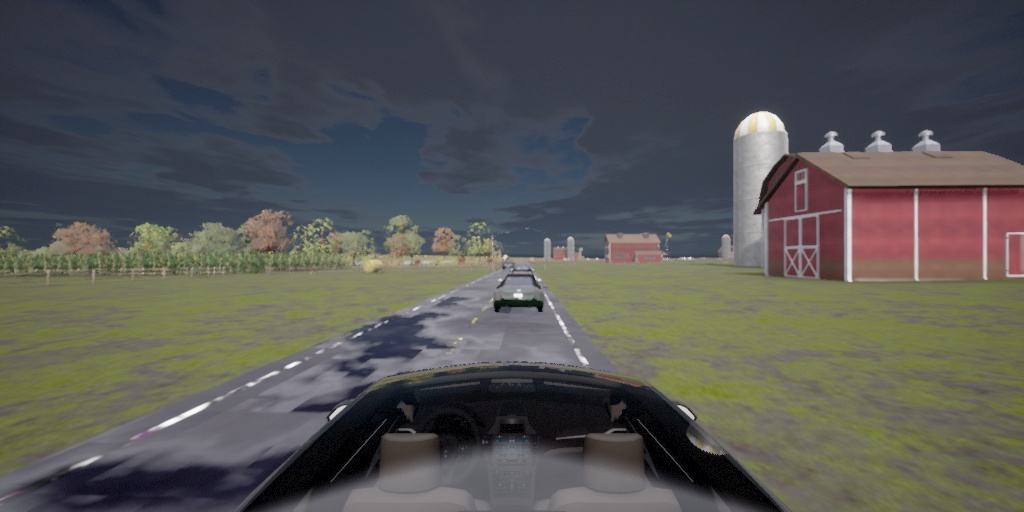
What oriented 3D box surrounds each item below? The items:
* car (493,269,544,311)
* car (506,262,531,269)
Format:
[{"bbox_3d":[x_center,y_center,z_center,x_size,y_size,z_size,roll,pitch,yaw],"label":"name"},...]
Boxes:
[{"bbox_3d":[0.325,1.439,15.198,1.994,1.385,4.181,0,0,3],"label":"car"},{"bbox_3d":[0.871,1.501,30.260,2.128,1.511,4.902,0,0,3],"label":"car"}]
